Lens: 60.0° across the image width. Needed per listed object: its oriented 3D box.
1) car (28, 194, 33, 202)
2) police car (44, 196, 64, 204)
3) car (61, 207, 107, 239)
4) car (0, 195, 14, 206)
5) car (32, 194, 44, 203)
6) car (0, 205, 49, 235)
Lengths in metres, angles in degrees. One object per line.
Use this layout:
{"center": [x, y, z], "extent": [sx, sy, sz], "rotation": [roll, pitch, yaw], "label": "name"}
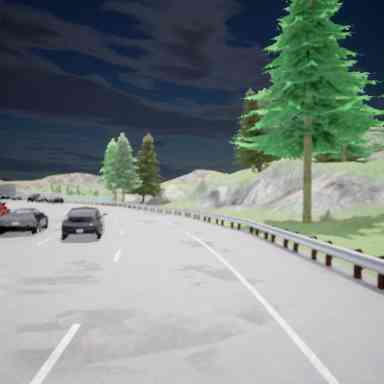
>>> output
{"center": [-37.122, 1.404, 78.565], "extent": [2.150, 2.045, 5.566], "rotation": [0, 0, -39], "label": "car"}
{"center": [-27.123, 1.557, 66.176], "extent": [1.930, 1.638, 5.238], "rotation": [0, 0, -39], "label": "police car"}
{"center": [-5.637, 1.532, 17.551], "extent": [1.837, 1.490, 4.892], "rotation": [0, 0, -12], "label": "car"}
{"center": [-14.184, 1.290, 22.794], "extent": [2.150, 2.045, 5.566], "rotation": [0, 0, -17], "label": "car"}
{"center": [-33.333, 1.688, 73.873], "extent": [1.812, 1.442, 4.674], "rotation": [0, 0, -39], "label": "car"}
{"center": [-9.631, 1.611, 19.258], "extent": [1.994, 1.385, 4.181], "rotation": [0, 0, -13], "label": "car"}
